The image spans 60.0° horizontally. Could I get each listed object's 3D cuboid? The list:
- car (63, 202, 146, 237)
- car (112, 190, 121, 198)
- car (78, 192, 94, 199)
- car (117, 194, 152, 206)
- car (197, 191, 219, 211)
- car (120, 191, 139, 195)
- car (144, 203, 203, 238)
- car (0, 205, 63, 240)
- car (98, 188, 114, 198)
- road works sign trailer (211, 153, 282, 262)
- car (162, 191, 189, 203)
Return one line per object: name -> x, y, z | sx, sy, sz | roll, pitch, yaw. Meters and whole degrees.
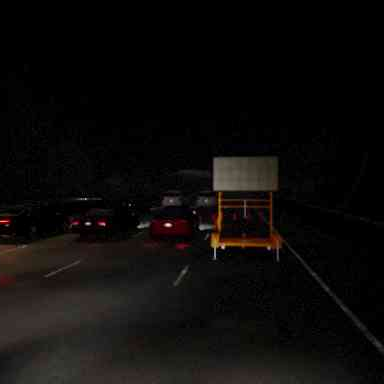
car -> -4.297, 1.456, 17.368 | 2.033, 1.411, 5.357 | 0, 0, 8
car -> -14.701, 0.574, 70.770 | 1.812, 1.442, 4.674 | 0, 1, 8
car -> -21.996, 0.654, 69.112 | 1.994, 1.385, 4.181 | 0, 1, 8
car -> -5.545, 1.269, 33.944 | 2.033, 1.411, 5.357 | 0, 1, 8
car -> 1.822, 0.900, 36.121 | 2.150, 2.045, 5.566 | 0, 1, 8
car -> -11.860, 0.640, 65.917 | 2.128, 1.511, 4.902 | 0, 1, 8
car -> -0.795, 1.472, 17.139 | 1.994, 1.385, 4.181 | 0, 0, 8
car -> -7.941, 1.421, 16.562 | 1.837, 1.490, 4.892 | 0, 0, 8
car -> -18.173, 0.274, 71.212 | 2.150, 2.045, 5.566 | 0, 1, 8
road works sign trailer -> 1.925, 0.408, 12.055 | 2.380, 3.560, 2.880 | 0, 0, 8
car -> -1.712, 0.906, 36.118 | 2.150, 2.045, 5.566 | 0, 1, 8
